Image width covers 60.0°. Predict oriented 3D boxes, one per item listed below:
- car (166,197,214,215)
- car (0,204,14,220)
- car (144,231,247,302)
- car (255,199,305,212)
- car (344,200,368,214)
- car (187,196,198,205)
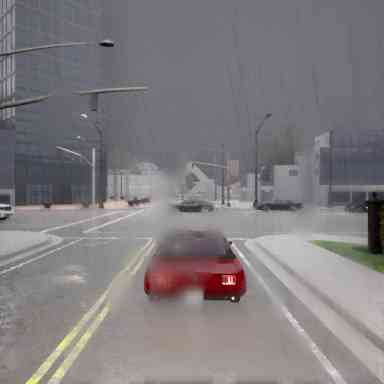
[{"bbox_3d":[-0.186,1.519,33.927,4.892,1.490,1.837,0,0,0],"label":"car"},{"bbox_3d":[-17.346,1.338,26.585,5.566,2.045,2.150,-1,0,0],"label":"car"},{"bbox_3d":[0.068,1.601,8.189,1.895,1.301,4.718,0,0,0],"label":"car"},{"bbox_3d":[9.857,1.545,37.610,5.357,1.411,2.033,0,0,2],"label":"car"},{"bbox_3d":[17.938,1.526,34.075,4.181,1.385,1.994,0,0,-1],"label":"car"},{"bbox_3d":[0.057,1.546,62.290,2.033,1.411,5.357,0,0,0],"label":"car"}]
